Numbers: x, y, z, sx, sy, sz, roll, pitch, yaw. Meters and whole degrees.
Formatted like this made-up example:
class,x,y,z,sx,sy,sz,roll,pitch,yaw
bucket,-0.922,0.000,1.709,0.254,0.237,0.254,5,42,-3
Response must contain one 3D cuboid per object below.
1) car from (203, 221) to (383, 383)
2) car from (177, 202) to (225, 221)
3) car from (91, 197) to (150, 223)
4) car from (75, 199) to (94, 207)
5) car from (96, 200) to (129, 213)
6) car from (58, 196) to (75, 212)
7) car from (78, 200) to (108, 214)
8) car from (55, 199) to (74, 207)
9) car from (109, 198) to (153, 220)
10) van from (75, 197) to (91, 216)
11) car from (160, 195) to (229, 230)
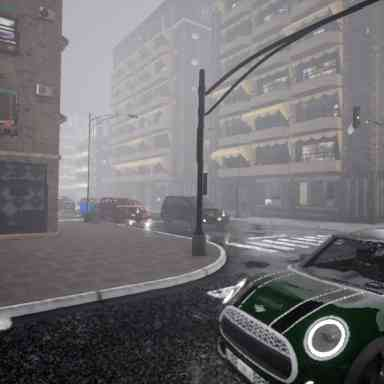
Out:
class,x,y,z,sx,sy,sz,roll,pitch,yaw
car,2.617,1.348,4.616,4.553,1.767,2.097,0,0,-25
car,0.735,1.686,30.141,1.752,1.417,4.829,1,-1,-35
car,-5.583,1.310,25.437,2.192,1.841,5.009,1,-1,-35
car,-18.557,1.867,57.263,1.802,1.307,4.206,1,-1,-35
car,-9.811,1.708,40.724,2.033,1.411,5.357,1,-1,-35
car,-15.278,1.368,39.068,2.192,1.841,5.009,1,-1,-35
car,-11.301,1.657,37.755,1.994,1.385,4.181,1,-1,-35
car,-22.494,1.847,58.551,1.895,1.301,4.718,1,-1,-36
car,-5.564,1.410,29.672,2.097,1.767,4.553,1,-1,-35
van,-8.815,1.355,29.980,1.690,1.788,3.998,1,-1,-35
car,0.010,1.249,21.827,2.150,2.045,5.566,1,-1,-36
